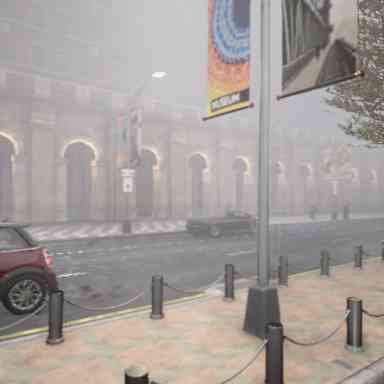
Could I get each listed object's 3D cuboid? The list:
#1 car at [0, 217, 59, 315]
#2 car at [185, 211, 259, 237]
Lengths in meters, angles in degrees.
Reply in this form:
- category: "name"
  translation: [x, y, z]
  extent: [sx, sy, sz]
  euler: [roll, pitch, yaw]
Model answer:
- category: "car"
  translation: [-4.941, 1.346, 5.984]
  extent: [4.553, 1.767, 2.097]
  euler: [1, -1, -36]
- category: "car"
  translation: [1.956, 1.759, 19.137]
  extent: [4.718, 1.301, 1.895]
  euler: [1, -1, -36]
